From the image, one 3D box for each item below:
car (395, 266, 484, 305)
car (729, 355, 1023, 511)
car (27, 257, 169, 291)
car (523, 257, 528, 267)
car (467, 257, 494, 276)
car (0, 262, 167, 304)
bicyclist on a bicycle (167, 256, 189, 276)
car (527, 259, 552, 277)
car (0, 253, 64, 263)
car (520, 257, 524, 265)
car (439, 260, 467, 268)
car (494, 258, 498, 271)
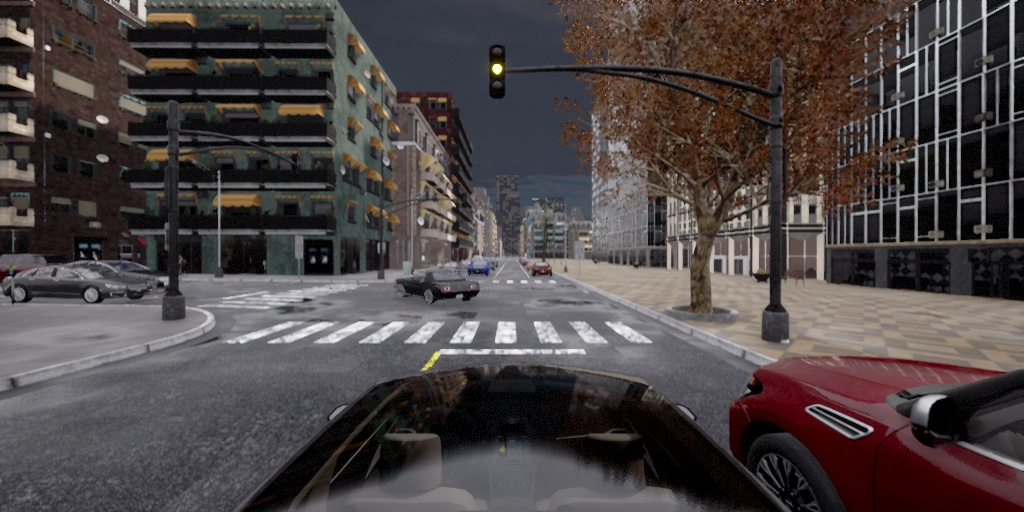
[{"bbox_3d":[-3.489,1.287,15.871,1.895,1.301,4.718,0,0,-39],"label":"car"},{"bbox_3d":[2.692,1.069,0.686,2.192,1.841,5.009,0,0,0],"label":"car"},{"bbox_3d":[-18.042,0.946,16.227,4.902,1.511,2.128,1,0,-1],"label":"car"},{"bbox_3d":[2.693,1.101,44.308,1.751,1.417,4.829,0,0,0],"label":"car"},{"bbox_3d":[-3.091,1.089,34.357,1.882,1.535,5.008,0,0,0],"label":"car"},{"bbox_3d":[-16.434,1.036,13.657,4.403,1.370,2.007,0,0,-1],"label":"car"},{"bbox_3d":[-23.168,0.653,24.913,0.582,1.620,1.656,1,0,-1],"label":"bicyclist on a bicycle"},{"bbox_3d":[2.692,1.161,33.073,1.888,1.381,4.507,0,0,0],"label":"car"},{"bbox_3d":[-26.435,0.679,19.330,4.553,1.767,2.097,1,0,0],"label":"car"},{"bbox_3d":[2.694,1.101,60.735,1.802,1.307,4.207,0,0,0],"label":"car"},{"bbox_3d":[-5.688,1.167,33.073,2.007,1.370,4.403,0,0,0],"label":"car"},{"bbox_3d":[-3.087,1.139,44.355,1.994,1.385,4.181,0,0,0],"label":"car"}]
